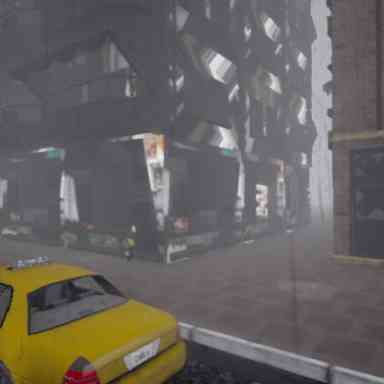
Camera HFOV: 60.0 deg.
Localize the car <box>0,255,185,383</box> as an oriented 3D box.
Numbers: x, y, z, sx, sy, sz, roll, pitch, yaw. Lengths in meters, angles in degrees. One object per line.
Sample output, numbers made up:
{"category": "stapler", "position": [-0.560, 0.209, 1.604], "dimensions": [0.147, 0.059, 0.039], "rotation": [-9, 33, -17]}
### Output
{"category": "car", "position": [-2.360, 1.550, 4.559], "dimensions": [4.829, 1.417, 1.752], "rotation": [0, 0, 35]}
